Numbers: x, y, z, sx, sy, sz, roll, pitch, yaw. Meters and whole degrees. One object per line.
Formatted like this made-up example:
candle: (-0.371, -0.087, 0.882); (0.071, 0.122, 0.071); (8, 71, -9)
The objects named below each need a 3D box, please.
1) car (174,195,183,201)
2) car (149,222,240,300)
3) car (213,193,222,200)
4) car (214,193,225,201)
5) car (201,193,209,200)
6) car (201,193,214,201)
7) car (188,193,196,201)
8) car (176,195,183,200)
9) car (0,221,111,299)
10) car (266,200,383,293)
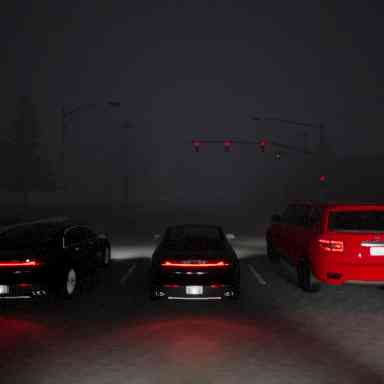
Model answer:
car: (-3.490, 1.516, 81.888); (1.812, 1.442, 4.674); (0, 0, 0)
car: (0.063, 1.505, 8.367); (1.837, 1.490, 4.892); (0, 0, 0)
car: (7.011, 1.187, 91.860); (2.097, 1.767, 4.553); (0, 0, 0)
car: (7.010, 1.492, 81.470); (1.837, 1.490, 4.892); (0, 0, 0)
car: (3.511, 1.187, 91.861); (2.097, 1.767, 4.553); (0, 0, 0)
car: (3.510, 1.347, 81.857); (2.097, 1.767, 4.553); (0, 0, 0)
car: (0.010, 1.517, 81.471); (2.128, 1.511, 4.902); (0, 0, 0)
car: (-3.489, 1.427, 91.922); (1.895, 1.301, 4.718); (0, 0, 0)
car: (-3.437, 1.505, 8.420); (1.837, 1.490, 4.892); (0, 0, 0)
car: (3.567, 1.221, 9.015); (2.150, 2.045, 5.566); (0, 0, 0)
